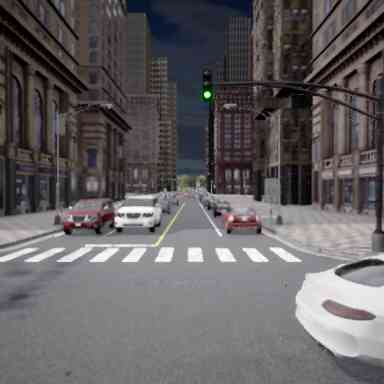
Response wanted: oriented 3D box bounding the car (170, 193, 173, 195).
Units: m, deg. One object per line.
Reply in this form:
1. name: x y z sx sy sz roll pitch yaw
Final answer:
1. car: -5.773 1.438 74.597 1.752 1.417 4.829 -1 0 0

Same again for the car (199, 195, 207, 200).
1. car: 2.753 1.401 85.852 1.887 1.381 4.507 0 0 0

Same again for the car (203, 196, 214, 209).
1. car: 2.752 1.563 41.526 1.947 1.339 4.313 -1 0 0

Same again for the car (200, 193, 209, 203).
1. car: 2.751 1.422 52.608 1.967 1.590 4.097 -1 0 0

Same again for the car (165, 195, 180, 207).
1. car: -3.023 1.548 51.794 1.994 1.385 4.181 0 0 1

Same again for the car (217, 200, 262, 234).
1. car: 2.750 1.449 19.365 1.967 1.590 4.097 -1 0 0

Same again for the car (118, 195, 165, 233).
1. car: -3.097 1.231 20.268 2.150 2.045 5.566 0 0 0

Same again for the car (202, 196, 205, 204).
1. car: 2.752 1.573 47.067 1.802 1.307 4.206 -1 0 0

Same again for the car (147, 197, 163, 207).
1. car: -5.773 1.548 52.602 1.947 1.339 4.313 -1 0 0

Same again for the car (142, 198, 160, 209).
1. car: -5.773 1.556 47.060 1.947 1.339 4.313 -1 0 0

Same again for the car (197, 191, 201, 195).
1. car: 2.750 1.227 74.770 2.192 1.841 5.009 -1 0 0

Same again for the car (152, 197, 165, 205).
1. car: -5.773 1.552 58.144 1.802 1.307 4.206 -1 0 0

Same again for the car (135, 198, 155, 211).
1. car: -5.774 1.522 41.349 1.752 1.417 4.829 -1 0 0

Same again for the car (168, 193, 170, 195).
1. car: -5.774 1.394 63.684 1.967 1.590 4.097 -1 0 0

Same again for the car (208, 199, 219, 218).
1. car: 2.752 1.572 30.446 1.947 1.339 4.313 -1 0 0

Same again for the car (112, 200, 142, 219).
1. car: -5.774 1.531 30.268 1.752 1.417 4.829 -1 0 0

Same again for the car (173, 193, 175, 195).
1. car: -5.773 1.452 80.309 1.947 1.339 4.313 -1 0 0

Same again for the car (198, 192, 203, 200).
1. car: 2.751 1.395 63.689 1.967 1.590 4.097 -1 0 0

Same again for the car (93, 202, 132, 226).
1. car: -5.774 1.533 24.727 1.752 1.417 4.829 -1 0 0

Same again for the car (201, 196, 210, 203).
1. car: 2.753 1.517 69.231 1.802 1.307 4.206 -1 0 0

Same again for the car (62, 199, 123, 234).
1. car: -5.776 1.324 19.356 2.192 1.841 5.009 -1 0 0

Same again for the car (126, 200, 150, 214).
1. car: -5.773 1.568 35.978 1.947 1.339 4.313 -1 0 0

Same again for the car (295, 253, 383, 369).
1. car: 3.822 1.556 4.518 4.674 1.442 1.812 1 0 0

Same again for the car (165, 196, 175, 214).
1. car: -3.092 1.505 34.738 1.837 1.490 4.892 0 1 0
